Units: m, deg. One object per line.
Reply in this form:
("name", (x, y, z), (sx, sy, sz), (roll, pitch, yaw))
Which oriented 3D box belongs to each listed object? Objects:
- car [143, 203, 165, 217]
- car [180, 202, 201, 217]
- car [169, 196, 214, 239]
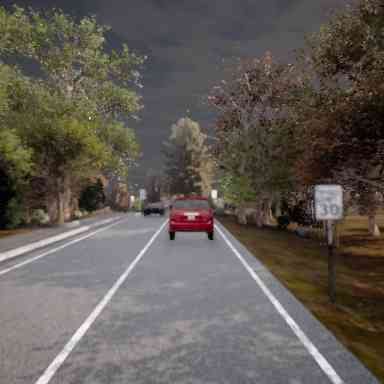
("car", (-3.847, 1.830, 34.375), (1.895, 1.301, 4.718), (0, -2, 0))
("car", (-0.198, 1.798, 35.106), (2.033, 1.411, 5.357), (0, -2, 0))
("car", (-0.046, 1.233, 17.598), (2.150, 2.045, 5.566), (0, 0, 0))
